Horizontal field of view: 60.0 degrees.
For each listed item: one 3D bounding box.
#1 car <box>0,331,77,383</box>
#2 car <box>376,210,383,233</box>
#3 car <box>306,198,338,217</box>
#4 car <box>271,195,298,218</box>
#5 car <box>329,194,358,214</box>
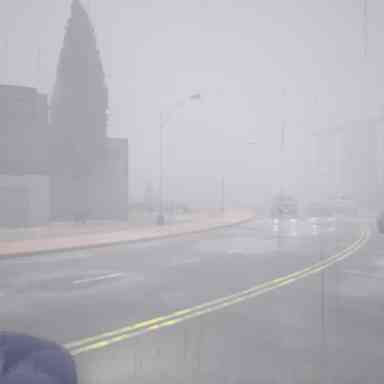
[{"bbox_3d":[-3.012,1.531,1.748,4.674,1.442,1.812,0,0,-34],"label":"car"},{"bbox_3d":[11.928,1.605,19.403,1.994,1.385,4.181,0,0,27],"label":"car"},{"bbox_3d":[12.299,1.576,32.325,1.837,1.490,4.892,1,0,9],"label":"car"},{"bbox_3d":[8.789,1.292,31.972,2.150,2.045,5.566,0,0,10],"label":"car"},{"bbox_3d":[16.622,1.293,37.521,2.150,2.045,5.566,0,-1,2],"label":"car"}]
